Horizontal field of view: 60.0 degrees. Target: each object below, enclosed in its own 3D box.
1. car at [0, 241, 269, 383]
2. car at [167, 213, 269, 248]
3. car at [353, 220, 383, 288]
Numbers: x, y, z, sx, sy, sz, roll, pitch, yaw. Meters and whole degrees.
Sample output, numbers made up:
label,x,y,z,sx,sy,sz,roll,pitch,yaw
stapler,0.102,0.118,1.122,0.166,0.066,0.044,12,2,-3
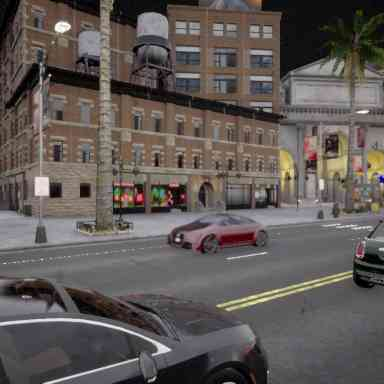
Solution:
label,x,y,z,sx,sy,sz,roll,pitch,yaw
car,-1.459,1.505,2.698,4.892,1.490,1.837,0,0,-36
car,1.108,1.564,13.355,4.181,1.385,1.994,0,0,-35
car,5.916,1.352,7.994,4.553,1.767,2.097,0,0,-35
